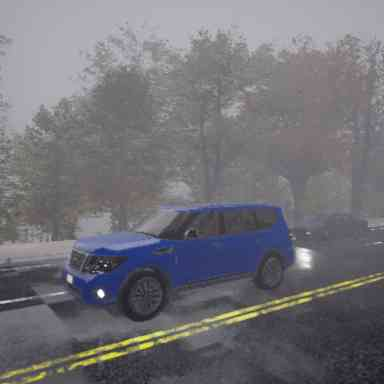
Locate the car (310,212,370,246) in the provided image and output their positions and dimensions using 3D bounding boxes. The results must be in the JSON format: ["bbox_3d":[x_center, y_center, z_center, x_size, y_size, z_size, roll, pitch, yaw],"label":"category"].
[{"bbox_3d":[6.716,1.714,16.456,5.357,1.411,2.033,1,0,-35],"label":"car"}]

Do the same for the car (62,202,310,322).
[{"bbox_3d":[0.023,1.272,7.695,5.566,2.045,2.150,1,-1,-35],"label":"car"}]
